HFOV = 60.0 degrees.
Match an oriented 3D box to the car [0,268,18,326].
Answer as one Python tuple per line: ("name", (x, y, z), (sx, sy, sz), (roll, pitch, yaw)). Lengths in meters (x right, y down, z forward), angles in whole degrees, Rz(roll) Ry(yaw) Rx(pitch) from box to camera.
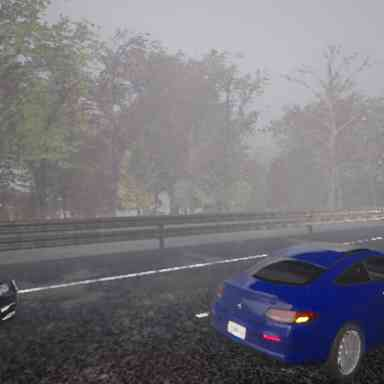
("car", (-5.088, 1.477, 4.427), (4.902, 1.511, 2.128), (1, 0, -35))

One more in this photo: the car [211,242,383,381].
("car", (2.425, 1.576, 5.498), (4.674, 1.442, 1.812), (1, 0, -36))
